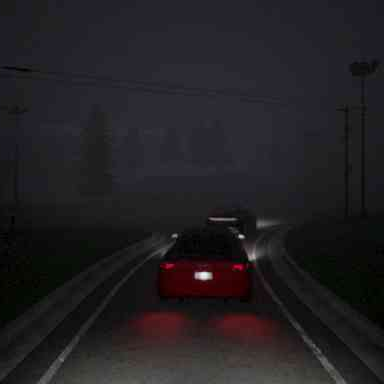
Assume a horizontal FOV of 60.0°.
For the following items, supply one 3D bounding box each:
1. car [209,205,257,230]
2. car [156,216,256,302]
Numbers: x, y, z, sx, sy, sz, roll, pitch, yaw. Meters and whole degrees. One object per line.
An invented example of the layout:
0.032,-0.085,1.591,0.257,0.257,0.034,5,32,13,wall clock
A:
2.163,1.438,17.347,2.128,1.511,4.902,0,0,20,car
0.378,1.538,8.251,1.994,1.385,4.181,0,0,5,car
